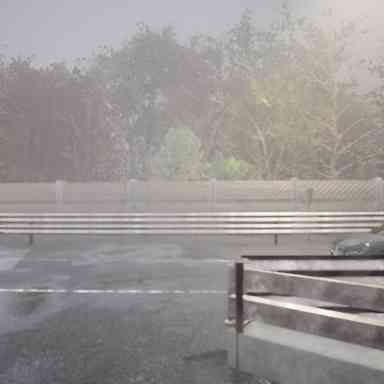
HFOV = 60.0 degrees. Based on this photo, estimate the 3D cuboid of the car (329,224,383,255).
[{"bbox_3d":[6.473,1.501,9.491,4.892,1.490,1.837,0,0,-3],"label":"car"}]
